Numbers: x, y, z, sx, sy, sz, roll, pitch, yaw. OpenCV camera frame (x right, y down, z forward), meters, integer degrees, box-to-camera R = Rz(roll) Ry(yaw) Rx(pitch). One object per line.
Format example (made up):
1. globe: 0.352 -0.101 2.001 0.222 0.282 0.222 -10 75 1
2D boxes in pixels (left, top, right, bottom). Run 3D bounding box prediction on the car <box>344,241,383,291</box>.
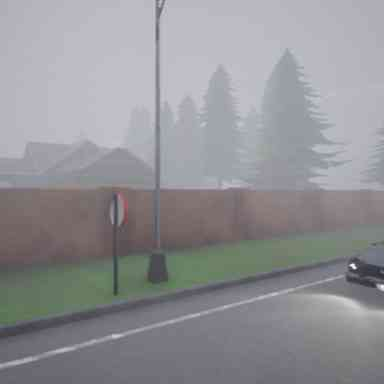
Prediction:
1. car: 6.044 1.545 8.270 5.357 1.411 2.033 0 0 -35
